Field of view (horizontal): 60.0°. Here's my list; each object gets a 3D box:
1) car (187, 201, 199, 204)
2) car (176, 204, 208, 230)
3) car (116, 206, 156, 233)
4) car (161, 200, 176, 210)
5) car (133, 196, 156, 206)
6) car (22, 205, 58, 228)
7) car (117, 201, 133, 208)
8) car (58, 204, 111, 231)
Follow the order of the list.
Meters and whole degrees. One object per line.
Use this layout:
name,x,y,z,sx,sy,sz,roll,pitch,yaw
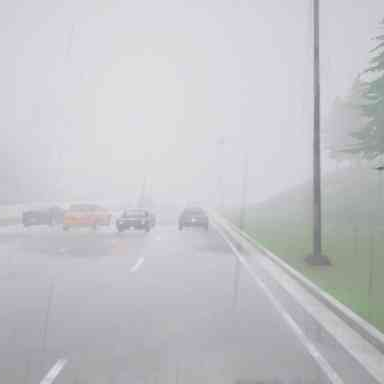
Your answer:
car,0.097,2.056,51.019,1.895,1.301,4.718,0,0,4
car,0.100,1.771,23.142,1.994,1.385,4.181,0,-1,0
car,-3.402,1.790,21.130,1.895,1.301,4.718,0,-1,0
car,-3.457,1.976,50.441,1.812,1.442,4.674,0,0,3
car,-6.967,1.674,50.625,2.150,2.045,5.566,0,0,3
car,-10.402,1.694,24.195,1.882,1.535,5.008,0,-1,0
car,-10.331,2.034,52.564,1.994,1.385,4.181,0,0,5
car,-6.901,1.552,22.345,2.097,1.767,4.553,0,-1,0
